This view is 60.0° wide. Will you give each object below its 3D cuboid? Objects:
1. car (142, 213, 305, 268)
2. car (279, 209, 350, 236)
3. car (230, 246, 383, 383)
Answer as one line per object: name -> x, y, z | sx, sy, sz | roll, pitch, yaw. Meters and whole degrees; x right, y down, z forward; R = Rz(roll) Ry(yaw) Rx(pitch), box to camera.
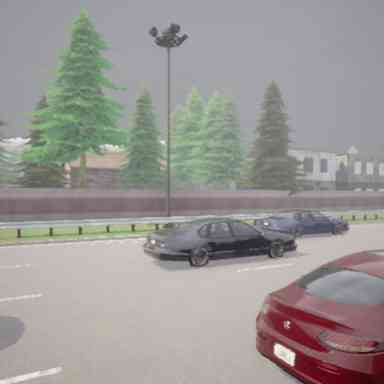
car -> 1.037, 1.604, 11.398 | 5.357, 1.411, 2.033 | 0, 0, -27
car -> 5.931, 1.646, 17.807 | 5.357, 1.411, 2.033 | 0, 0, -27
car -> 3.024, 1.555, 4.556 | 4.674, 1.442, 1.812 | 0, 0, -27
